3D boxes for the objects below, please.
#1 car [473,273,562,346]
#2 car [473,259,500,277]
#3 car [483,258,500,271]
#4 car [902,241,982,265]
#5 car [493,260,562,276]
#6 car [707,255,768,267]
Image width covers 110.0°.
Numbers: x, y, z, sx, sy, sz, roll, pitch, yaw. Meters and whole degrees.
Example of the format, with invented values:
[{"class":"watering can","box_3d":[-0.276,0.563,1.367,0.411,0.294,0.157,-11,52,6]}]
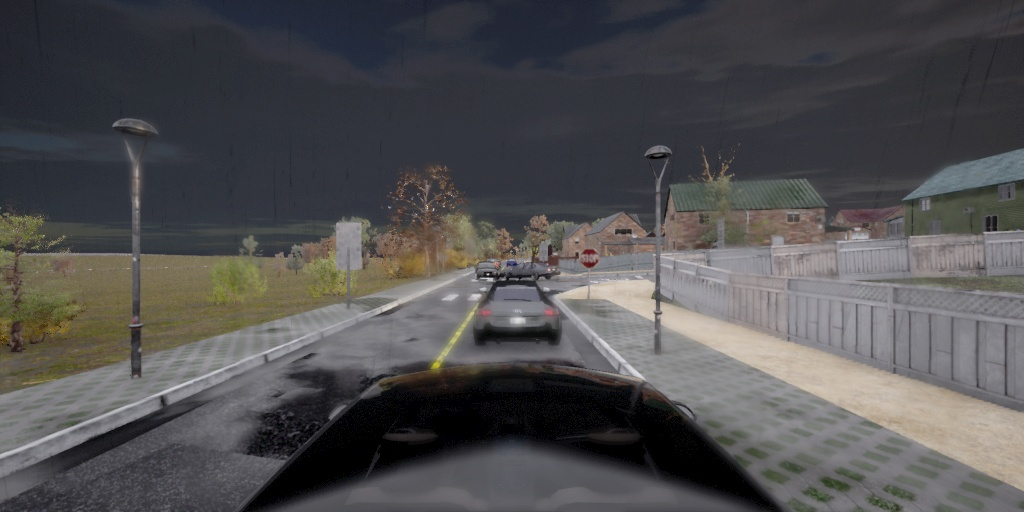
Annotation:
[{"class":"car","box_3d":[0.096,1.313,9.439,1.994,1.385,4.181,0,0,-1]},{"class":"car","box_3d":[-2.273,1.256,31.363,1.837,1.490,4.892,0,0,-8]},{"class":"car","box_3d":[-2.885,1.119,51.181,2.097,1.767,4.553,0,0,1]},{"class":"car","box_3d":[23.874,-0.209,20.426,4.902,1.511,2.128,-3,0,14]},{"class":"car","box_3d":[1.316,1.196,28.455,5.357,1.411,2.033,-4,-3,43]},{"class":"car","box_3d":[14.371,0.412,22.841,4.181,1.385,1.994,-3,0,16]}]
